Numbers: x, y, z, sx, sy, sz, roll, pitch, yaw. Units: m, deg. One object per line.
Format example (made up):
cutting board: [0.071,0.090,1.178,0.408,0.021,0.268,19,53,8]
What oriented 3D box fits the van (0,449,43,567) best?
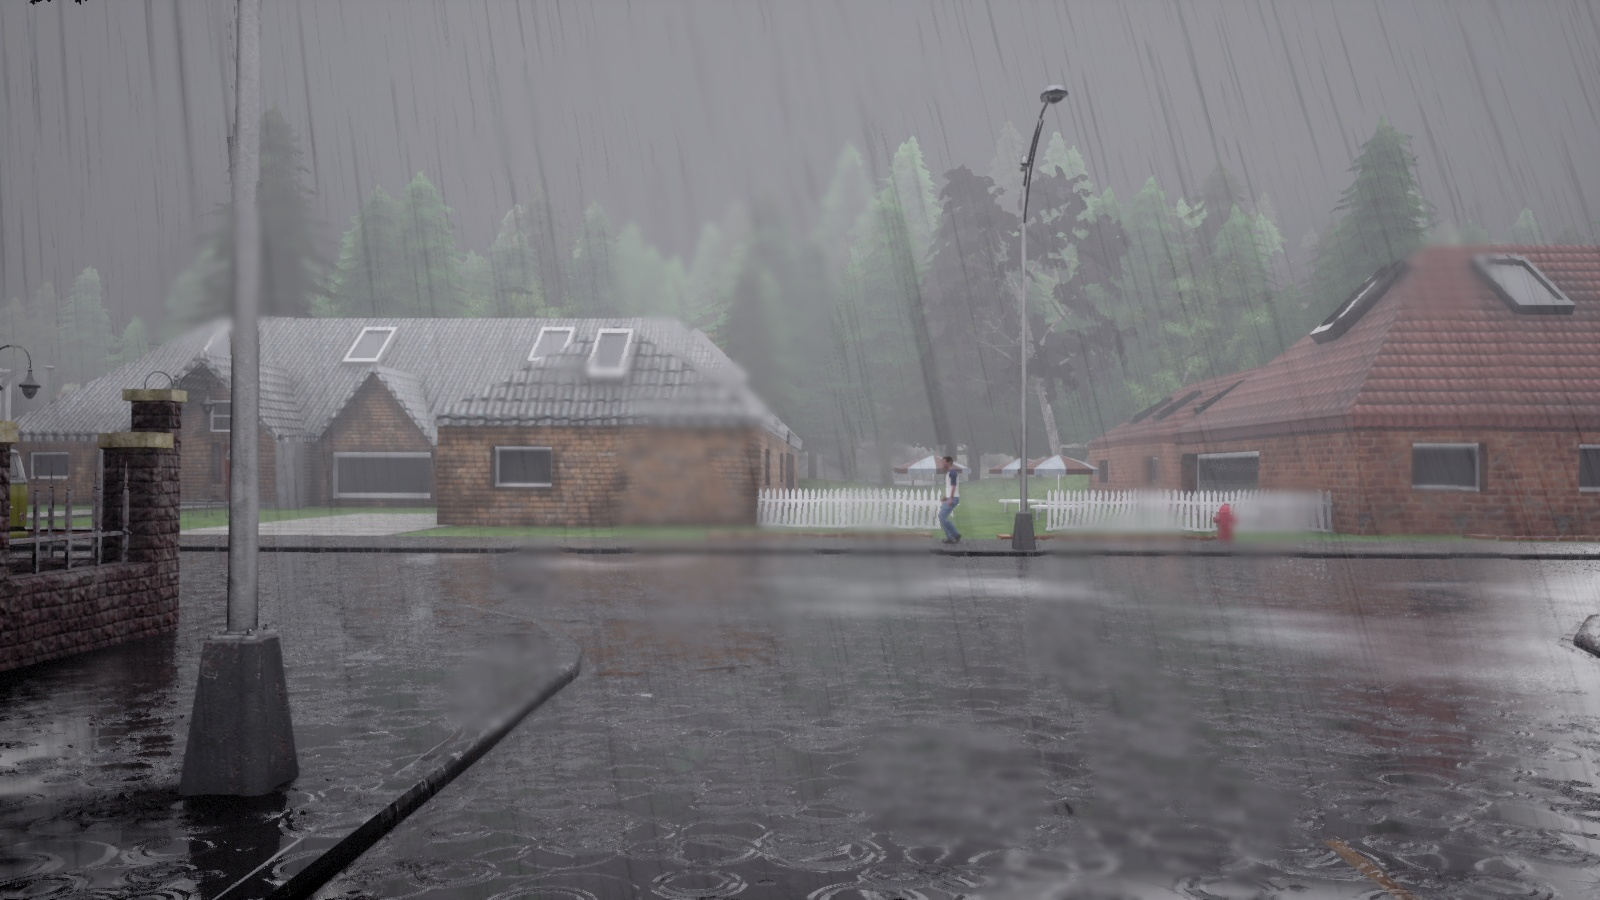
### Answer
van: [-15.729,0.992,21.604,4.442,1.987,1.775,0,-1,5]

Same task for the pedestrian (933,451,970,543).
pedestrian: [3.055,0.936,25.329,0.706,1.836,0.354,0,-1,1]
